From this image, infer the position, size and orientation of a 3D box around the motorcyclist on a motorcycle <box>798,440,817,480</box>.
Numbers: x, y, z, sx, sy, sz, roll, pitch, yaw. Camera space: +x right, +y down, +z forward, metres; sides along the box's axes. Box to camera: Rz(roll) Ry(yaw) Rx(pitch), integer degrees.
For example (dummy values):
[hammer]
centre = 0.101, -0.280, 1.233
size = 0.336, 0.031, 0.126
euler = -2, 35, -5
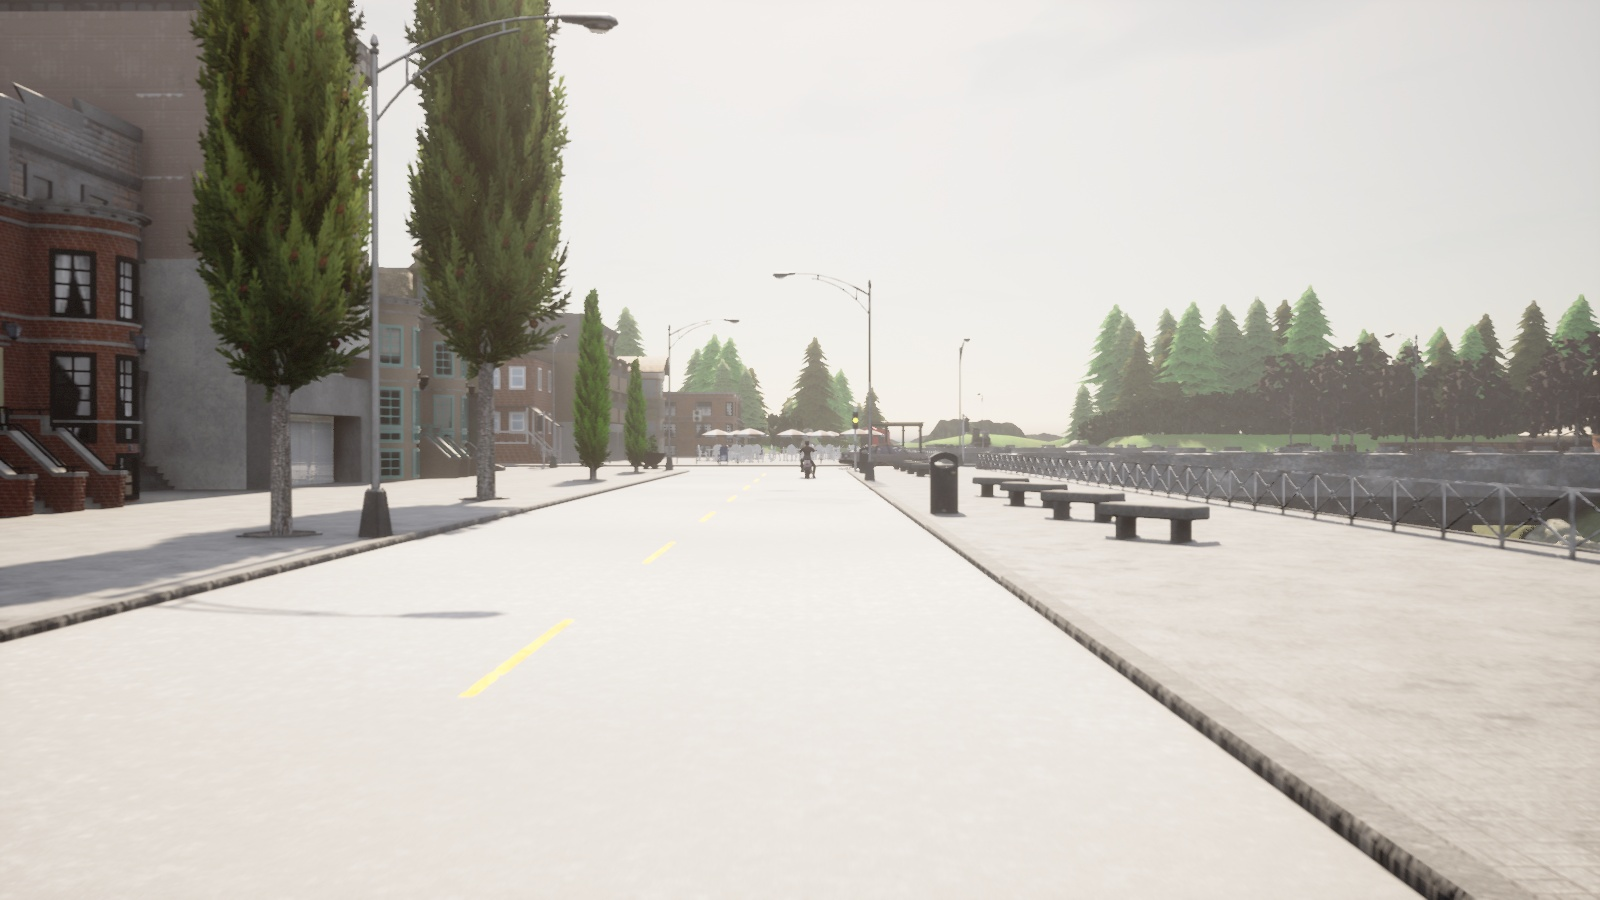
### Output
[motorcyclist on a motorcycle]
centre = 0.310, 0.397, 53.169
size = 0.766, 1.649, 2.350
euler = 0, 0, 0

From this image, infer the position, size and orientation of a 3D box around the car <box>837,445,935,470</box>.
[car]
centre = 4.959, 0.390, 72.304
size = 5.357, 1.411, 2.033
euler = 0, 0, -26
